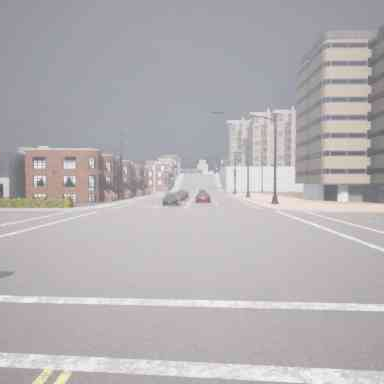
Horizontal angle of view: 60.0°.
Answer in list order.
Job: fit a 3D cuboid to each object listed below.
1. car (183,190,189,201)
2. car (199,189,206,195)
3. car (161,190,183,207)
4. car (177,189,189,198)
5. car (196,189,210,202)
[{"bbox_3d":[-1.991,0.661,50.322,1.994,1.385,4.181,0,1,2],"label":"car"},{"bbox_3d":[2.579,-0.059,80.927,1.812,1.442,4.674,0,1,2],"label":"car"},{"bbox_3d":[-2.380,0.859,38.736,1.837,1.490,4.892,0,1,2],"label":"car"},{"bbox_3d":[-1.592,0.325,61.570,1.882,1.535,5.008,0,1,3],"label":"car"},{"bbox_3d":[1.613,0.710,48.038,1.994,1.385,4.181,0,1,2],"label":"car"}]
